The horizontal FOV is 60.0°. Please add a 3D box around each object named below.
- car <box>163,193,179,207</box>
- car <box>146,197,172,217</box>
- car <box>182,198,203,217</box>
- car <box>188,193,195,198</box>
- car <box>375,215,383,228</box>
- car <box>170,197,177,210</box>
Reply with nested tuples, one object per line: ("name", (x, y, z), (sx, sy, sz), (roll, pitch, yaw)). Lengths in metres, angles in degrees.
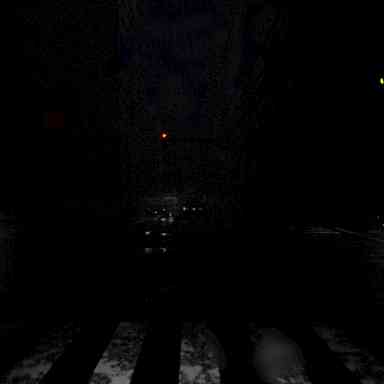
("car", (-3.262, 1.210, 52.114), (2.150, 2.045, 5.566), (0, 0, 0))
("car", (-3.206, 1.518, 31.564), (1.812, 1.442, 4.674), (0, 0, -1))
("car", (0.080, 1.540, 31.711), (2.033, 1.411, 5.357), (0, 0, -2))
("car", (-0.094, 1.480, 62.832), (2.128, 1.511, 4.902), (0, 0, 0))
("car", (13.496, 1.652, 19.561), (4.718, 1.301, 1.895), (0, 1, 0))
("car", (-3.243, 1.591, 41.524), (1.895, 1.301, 4.718), (0, 0, 0))
